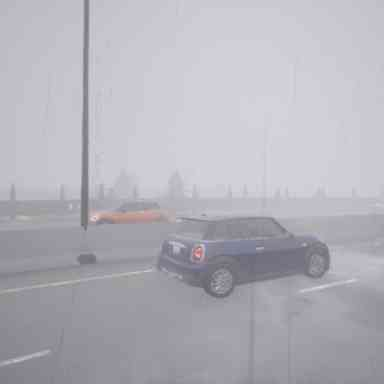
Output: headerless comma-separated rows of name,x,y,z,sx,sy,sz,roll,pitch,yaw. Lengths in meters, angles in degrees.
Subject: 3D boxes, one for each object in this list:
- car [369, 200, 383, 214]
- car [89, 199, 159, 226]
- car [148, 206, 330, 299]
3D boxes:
car,20.518,1.551,34.637,4.674,1.442,1.812,0,0,-27
car,-3.584,1.283,18.072,4.553,1.767,2.097,0,0,-30
car,1.461,1.329,8.594,4.553,1.767,2.097,0,0,-32
